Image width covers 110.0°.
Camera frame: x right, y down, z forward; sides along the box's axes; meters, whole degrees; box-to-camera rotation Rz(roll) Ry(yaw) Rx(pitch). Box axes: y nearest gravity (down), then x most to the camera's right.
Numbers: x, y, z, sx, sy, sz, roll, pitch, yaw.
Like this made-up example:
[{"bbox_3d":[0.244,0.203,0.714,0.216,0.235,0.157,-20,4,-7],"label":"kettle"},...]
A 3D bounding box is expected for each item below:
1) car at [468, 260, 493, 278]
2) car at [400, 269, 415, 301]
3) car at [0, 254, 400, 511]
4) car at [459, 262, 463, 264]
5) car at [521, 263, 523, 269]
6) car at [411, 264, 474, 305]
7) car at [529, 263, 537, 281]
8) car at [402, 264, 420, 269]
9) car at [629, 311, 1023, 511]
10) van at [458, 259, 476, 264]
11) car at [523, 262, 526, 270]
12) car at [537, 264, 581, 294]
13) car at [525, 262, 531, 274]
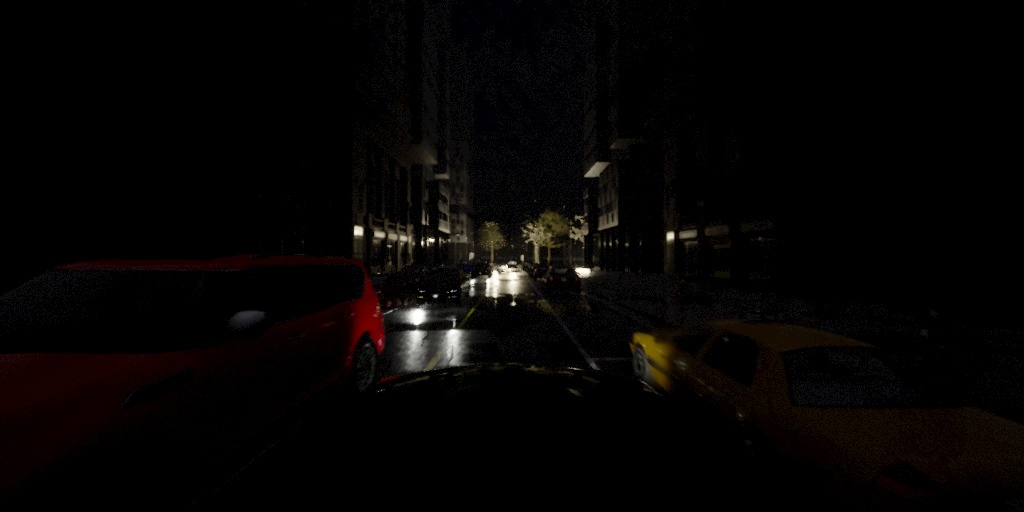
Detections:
[{"bbox_3d":[-3.002,1.460,36.679,1.837,1.490,4.892,0,-1,0],"label":"car"},{"bbox_3d":[-5.757,1.392,15.336,1.802,1.307,4.207,0,0,0],"label":"car"},{"bbox_3d":[-3.099,0.980,3.520,2.150,2.045,5.566,0,-1,0],"label":"car"},{"bbox_3d":[-5.746,1.470,32.342,2.007,1.370,4.403,0,0,0],"label":"car"},{"bbox_3d":[2.793,1.648,54.980,2.007,1.370,4.403,0,0,0],"label":"car"},{"bbox_3d":[-3.069,1.321,16.767,1.837,1.490,4.892,0,1,0],"label":"car"},{"bbox_3d":[2.779,1.509,32.306,1.802,1.307,4.207,0,0,0],"label":"car"},{"bbox_3d":[-5.753,1.284,21.003,1.967,1.591,4.097,0,0,0],"label":"car"},{"bbox_3d":[2.761,1.287,4.132,1.751,1.417,4.829,0,0,0],"label":"car"},{"bbox_3d":[-5.739,1.341,43.680,1.690,1.789,3.998,0,0,0],"label":"van"},{"bbox_3d":[2.786,1.558,43.644,2.007,1.370,4.403,0,0,0],"label":"car"},{"bbox_3d":[2.772,1.291,20.968,1.967,1.591,4.097,0,0,0],"label":"car"},{"bbox_3d":[2.783,1.517,37.976,2.007,1.370,4.403,0,0,0],"label":"car"}]
